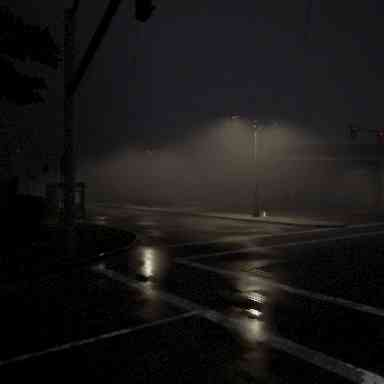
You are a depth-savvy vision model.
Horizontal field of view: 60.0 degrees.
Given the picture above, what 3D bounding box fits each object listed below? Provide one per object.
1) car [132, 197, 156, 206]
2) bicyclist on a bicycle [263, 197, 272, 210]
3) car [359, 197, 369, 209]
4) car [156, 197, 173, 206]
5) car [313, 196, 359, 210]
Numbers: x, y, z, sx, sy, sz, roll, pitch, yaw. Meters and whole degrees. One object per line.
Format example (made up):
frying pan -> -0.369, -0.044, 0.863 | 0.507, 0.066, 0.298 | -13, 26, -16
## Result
car -> -7.971, 1.550, 52.889 | 1.994, 1.385, 4.181 | 0, 0, -35
bicyclist on a bicycle -> 9.410, 1.412, 41.875 | 1.656, 1.620, 0.582 | -6, -7, -36
car -> 21.258, 1.431, 44.129 | 1.970, 1.475, 3.806 | 0, 0, -35
car -> -5.101, 1.532, 54.893 | 2.033, 1.411, 5.357 | 0, 0, -35
car -> 16.984, 1.273, 40.216 | 2.242, 1.667, 4.611 | 0, 0, -35
